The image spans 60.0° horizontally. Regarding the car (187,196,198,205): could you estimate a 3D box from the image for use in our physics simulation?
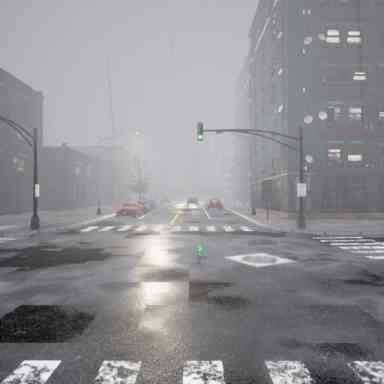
[{"bbox_3d":[0.114,1.519,58.041,1.837,1.490,4.892,0,0,0],"label":"car"}]

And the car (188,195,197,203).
[{"bbox_3d":[0.133,1.495,68.465,1.882,1.535,5.008,0,0,0],"label":"car"}]

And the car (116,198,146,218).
[{"bbox_3d":[-5.693,1.552,30.382,1.887,1.381,4.507,1,0,0],"label":"car"}]

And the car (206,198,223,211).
[{"bbox_3d":[2.787,1.450,41.796,1.967,1.590,4.097,1,0,0],"label":"car"}]

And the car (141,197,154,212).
[{"bbox_3d":[-5.606,1.553,36.064,1.887,1.381,4.507,1,0,0],"label":"car"}]

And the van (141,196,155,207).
[{"bbox_3d":[-5.590,1.351,41.751,1.690,1.788,3.998,1,0,0],"label":"van"}]

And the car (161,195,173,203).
[{"bbox_3d":[-5.540,1.600,70.185,1.802,1.307,4.206,1,0,0],"label":"car"}]
